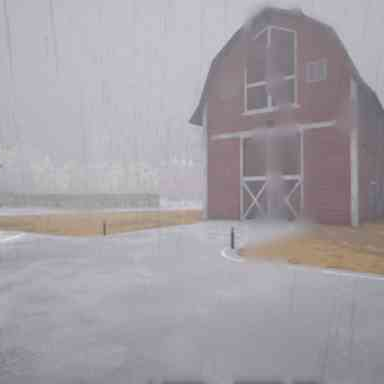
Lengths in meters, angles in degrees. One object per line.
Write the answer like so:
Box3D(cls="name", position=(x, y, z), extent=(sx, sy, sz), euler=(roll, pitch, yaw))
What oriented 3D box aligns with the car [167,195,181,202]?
Box3D(cls="car", position=(-5.139, 1.798, 95.445), extent=(1.932, 1.855, 4.605), euler=(0, 0, 35))
